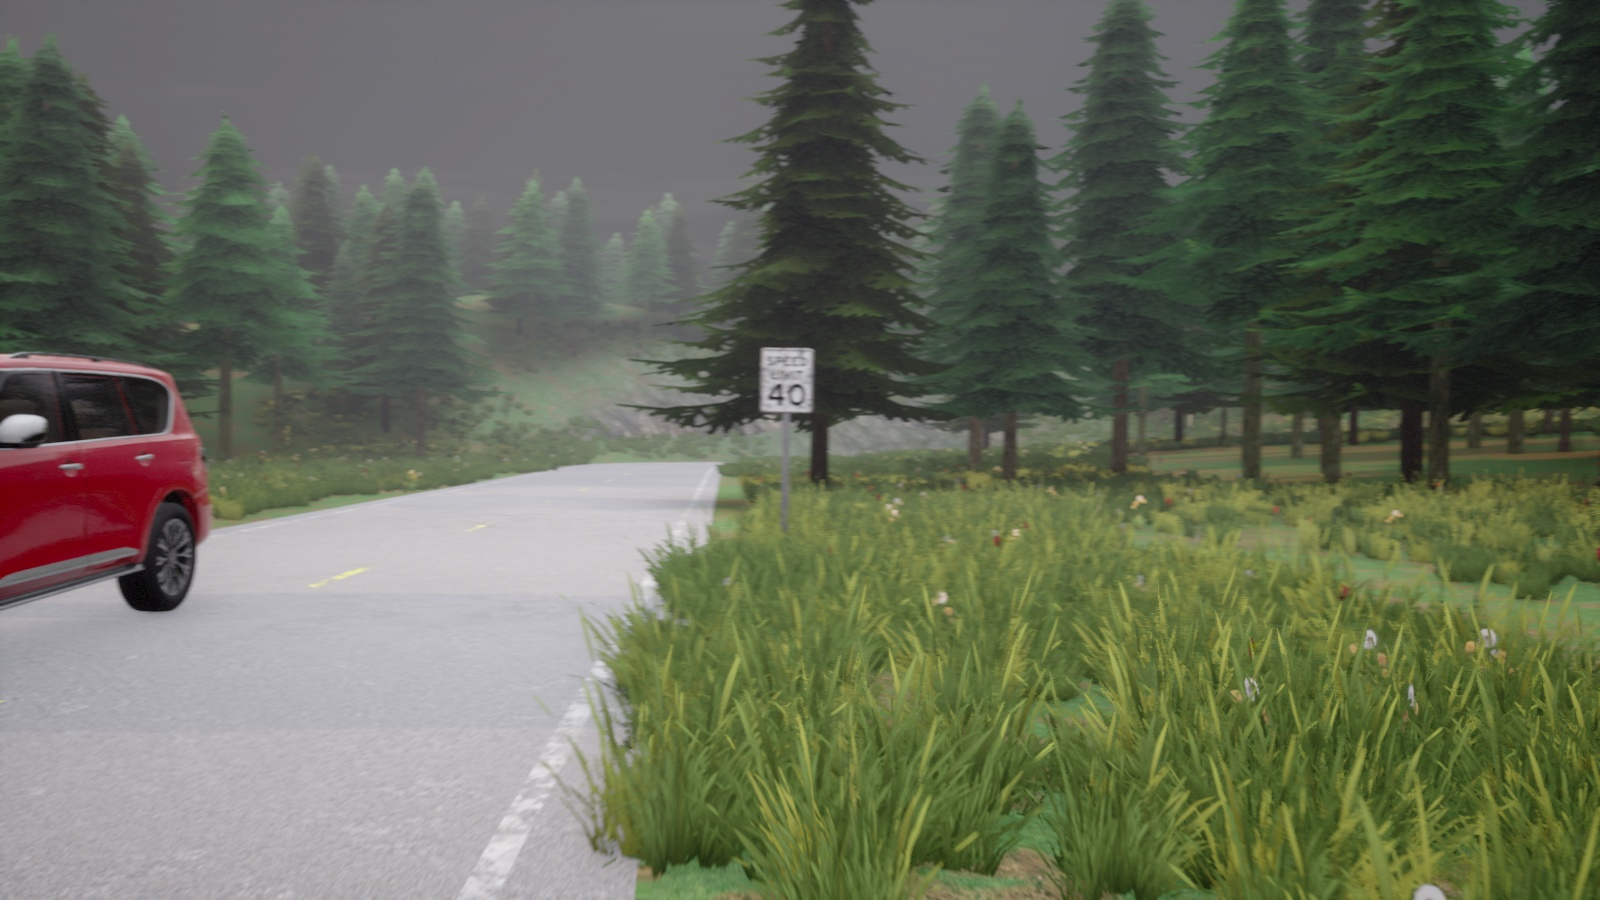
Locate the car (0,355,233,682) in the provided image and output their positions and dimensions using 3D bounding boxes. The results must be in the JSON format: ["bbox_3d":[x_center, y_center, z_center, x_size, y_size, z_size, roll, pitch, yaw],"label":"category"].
[{"bbox_3d":[-6.140,0.410,8.751,2.150,2.045,5.566,0,1,-4],"label":"car"}]
